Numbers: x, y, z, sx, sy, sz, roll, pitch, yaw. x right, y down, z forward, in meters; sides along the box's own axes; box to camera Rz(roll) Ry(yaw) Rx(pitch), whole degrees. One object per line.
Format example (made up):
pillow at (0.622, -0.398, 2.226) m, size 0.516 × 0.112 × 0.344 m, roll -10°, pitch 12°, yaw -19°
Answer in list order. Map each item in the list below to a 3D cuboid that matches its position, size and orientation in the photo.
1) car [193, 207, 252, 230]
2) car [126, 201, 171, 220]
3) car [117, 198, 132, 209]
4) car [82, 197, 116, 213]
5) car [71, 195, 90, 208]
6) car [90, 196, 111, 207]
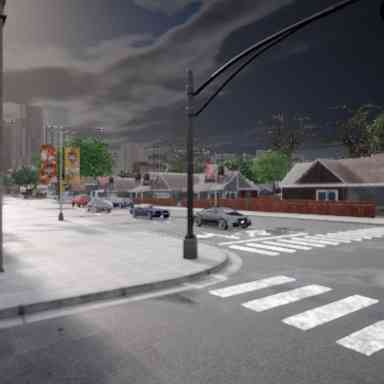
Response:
car at (1.910, 1.660, 21.839) m, size 1.994 × 1.385 × 4.181 m, roll 0°, pitch 0°, yaw -36°
car at (-3.825, 1.758, 29.911) m, size 1.895 × 1.301 × 4.718 m, roll 0°, pitch 0°, yaw -35°
car at (-10.686, 1.634, 50.980) m, size 2.097 × 1.767 × 4.553 m, roll 0°, pitch 0°, yaw -35°
car at (-11.393, 1.739, 40.600) m, size 1.837 × 1.490 × 4.892 m, roll 0°, pitch 0°, yaw -35°
car at (-18.898, 1.558, 56.919) m, size 2.150 × 2.045 × 5.566 m, roll 0°, pitch 0°, yaw -35°
car at (-16.213, 1.687, 58.751) m, size 2.097 × 1.767 × 4.553 m, roll 0°, pitch 0°, yaw -35°
